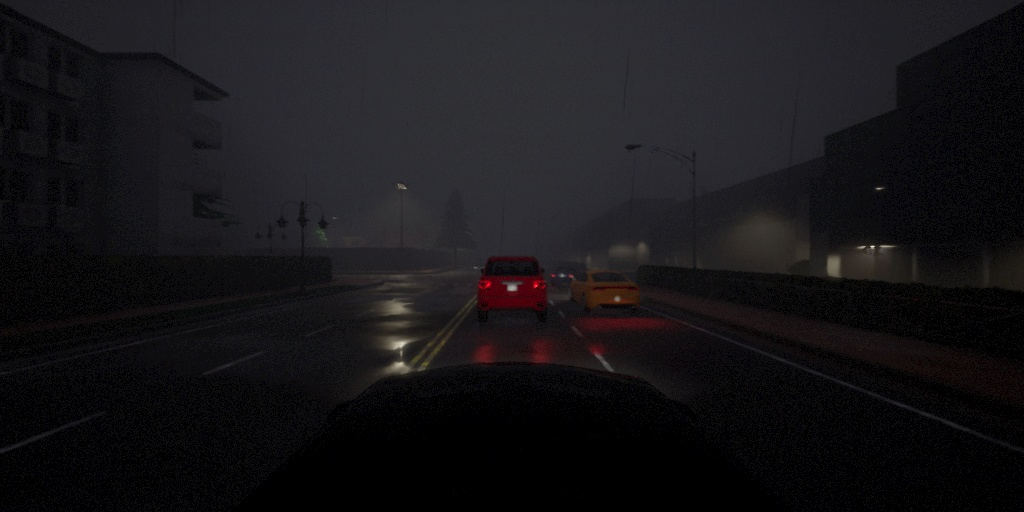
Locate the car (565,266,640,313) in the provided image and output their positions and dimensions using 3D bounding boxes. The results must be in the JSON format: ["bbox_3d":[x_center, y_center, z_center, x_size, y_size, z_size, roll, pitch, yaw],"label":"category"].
[{"bbox_3d":[3.547,1.292,14.456,1.882,1.535,5.008,0,0,1],"label":"car"}]

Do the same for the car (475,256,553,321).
[{"bbox_3d":[0.029,1.025,12.812,2.150,2.045,5.566,0,-1,1],"label":"car"}]

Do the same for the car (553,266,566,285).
[{"bbox_3d":[4.159,1.425,26.976,2.033,1.411,5.357,0,0,16],"label":"car"}]
